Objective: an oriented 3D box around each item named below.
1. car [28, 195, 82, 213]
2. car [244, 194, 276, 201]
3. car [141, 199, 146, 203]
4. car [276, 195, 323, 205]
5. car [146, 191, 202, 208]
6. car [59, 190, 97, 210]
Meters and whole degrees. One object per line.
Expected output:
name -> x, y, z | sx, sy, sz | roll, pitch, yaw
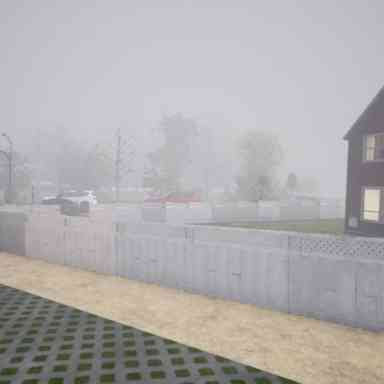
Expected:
car -> -13.283, 1.285, 31.777 | 4.674, 1.442, 1.812 | 0, 2, -17
car -> 8.945, 1.018, 42.612 | 4.674, 1.442, 1.812 | -1, 2, -18
car -> -3.491, 1.047, 38.467 | 5.008, 1.535, 1.882 | 0, 2, -19
car -> 13.499, 1.131, 40.692 | 5.357, 1.411, 2.033 | 0, 2, -18
car -> -1.686, 0.892, 35.639 | 5.566, 2.045, 2.150 | -1, 2, -19
car -> -12.988, 0.862, 35.281 | 5.566, 2.045, 2.150 | 0, 2, -19
